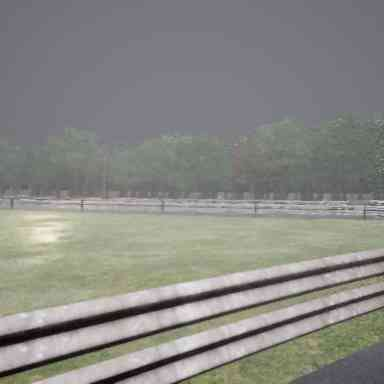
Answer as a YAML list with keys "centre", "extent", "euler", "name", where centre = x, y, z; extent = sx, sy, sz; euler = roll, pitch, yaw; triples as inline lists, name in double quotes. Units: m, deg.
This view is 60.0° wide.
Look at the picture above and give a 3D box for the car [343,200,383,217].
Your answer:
- centre: [19.207, 1.739, 36.642]
  extent: [4.553, 1.767, 2.097]
  euler: [0, 0, 15]
  name: "car"
